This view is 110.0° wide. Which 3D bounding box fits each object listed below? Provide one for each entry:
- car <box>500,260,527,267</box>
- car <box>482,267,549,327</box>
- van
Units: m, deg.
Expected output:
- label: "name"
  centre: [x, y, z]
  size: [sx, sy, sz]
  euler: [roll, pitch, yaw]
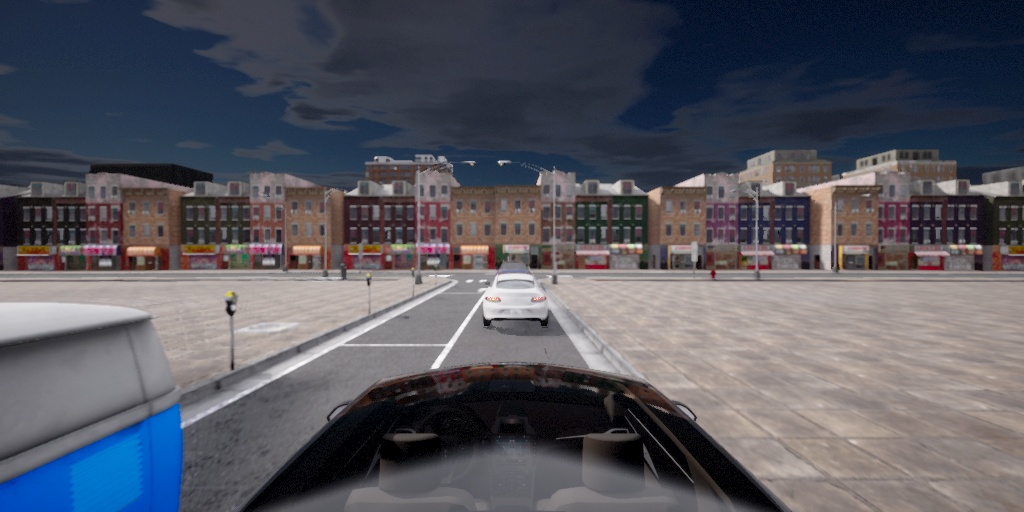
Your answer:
- label: "car"
  centre: [0.058, 1.043, 21.538]
  size: [2.097, 1.767, 4.553]
  euler: [0, 0, -1]
- label: "car"
  centre: [0.101, 1.245, 11.299]
  size: [1.812, 1.442, 4.674]
  euler: [0, 0, 0]
- label: "van"
  centre: [-2.637, 1.095, 0.299]
  size: [1.690, 1.789, 3.998]
  euler: [0, 0, 0]
